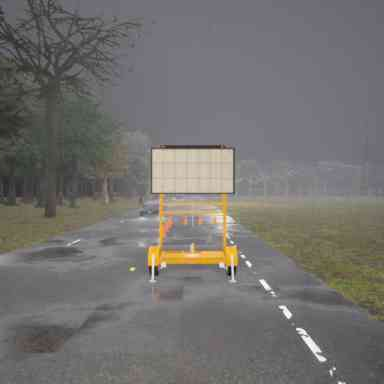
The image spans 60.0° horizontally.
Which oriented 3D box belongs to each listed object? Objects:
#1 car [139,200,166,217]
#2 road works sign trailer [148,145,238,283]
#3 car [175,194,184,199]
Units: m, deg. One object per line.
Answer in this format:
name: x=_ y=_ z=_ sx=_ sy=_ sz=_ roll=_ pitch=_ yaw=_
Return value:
car: x=-3.533 y=1.445 z=30.233 sx=1.812 sy=1.442 sz=4.674 roll=0 pitch=0 yaw=0
road works sign trailer: x=0.021 y=0.458 z=9.664 sx=2.380 sy=3.560 sz=2.880 roll=0 pitch=0 yaw=0
car: x=-3.305 y=0.983 z=88.068 sx=2.097 sy=1.767 sz=4.553 roll=0 pitch=0 yaw=0
